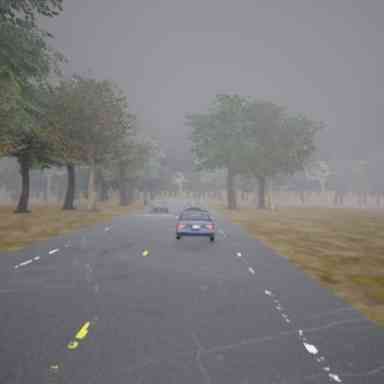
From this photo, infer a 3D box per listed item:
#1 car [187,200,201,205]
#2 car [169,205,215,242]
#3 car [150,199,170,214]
[{"bbox_3d":[0.159,1.751,41.586,2.033,1.411,5.357,1,0,0],"label":"car"},{"bbox_3d":[0.145,1.600,16.855,2.033,1.411,5.357,1,-1,0],"label":"car"},{"bbox_3d":[-3.560,1.623,37.376,1.837,1.490,4.892,-1,-1,0],"label":"car"}]
